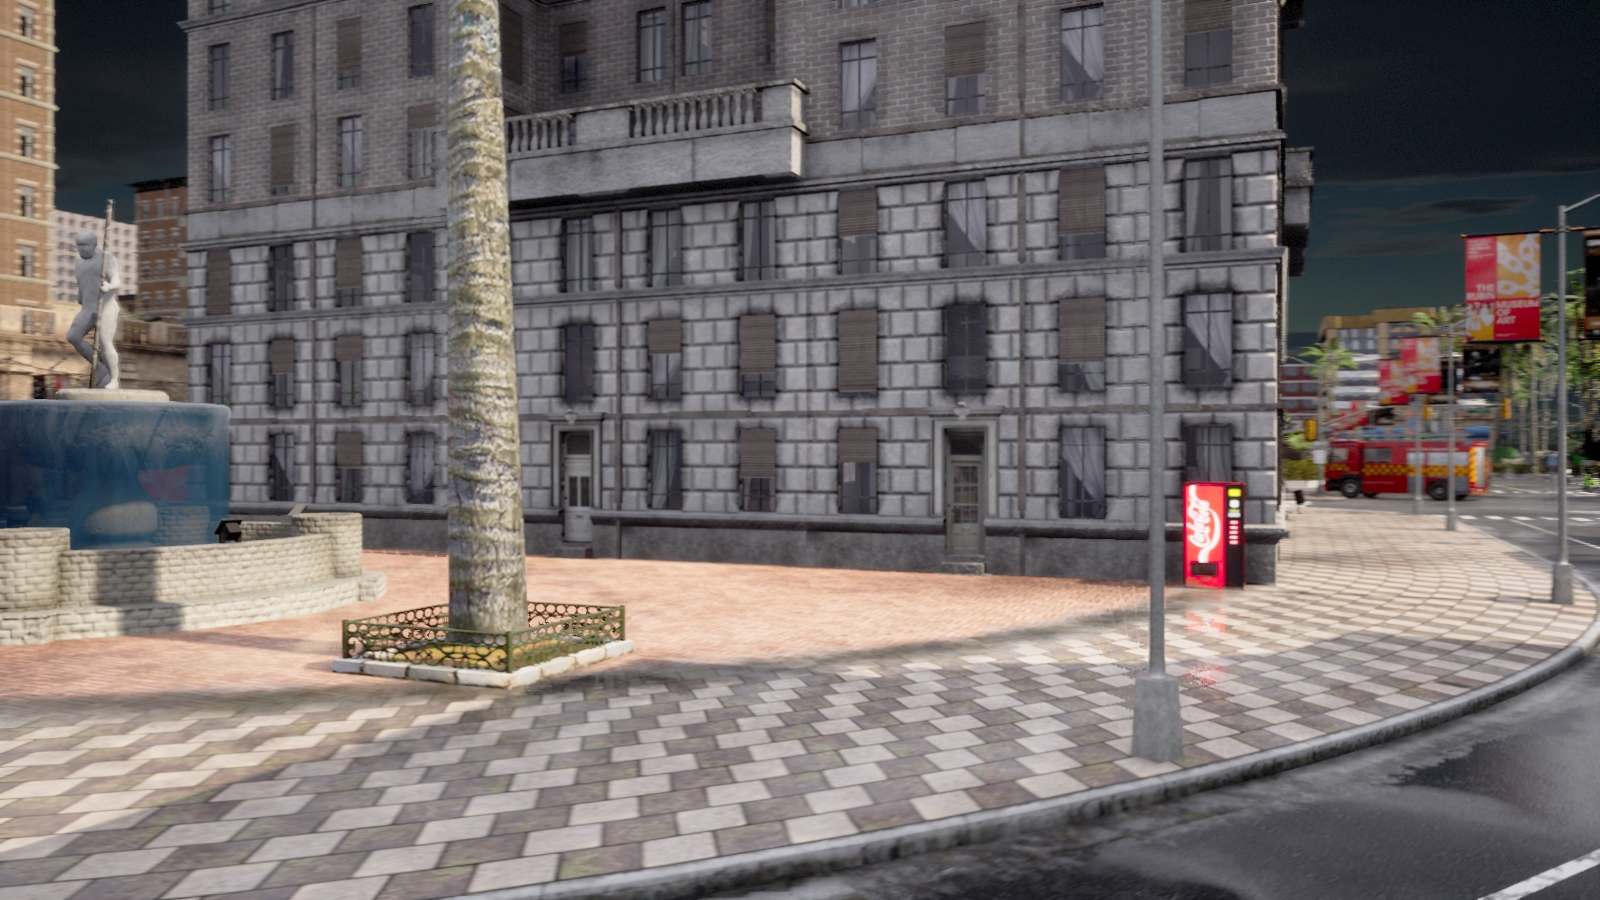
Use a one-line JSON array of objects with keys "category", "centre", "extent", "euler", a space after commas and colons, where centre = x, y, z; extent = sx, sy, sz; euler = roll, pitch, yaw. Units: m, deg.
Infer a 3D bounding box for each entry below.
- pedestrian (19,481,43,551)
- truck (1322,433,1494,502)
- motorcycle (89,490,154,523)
[{"category": "pedestrian", "centre": [-20.506, 1.755, 30.475], "extent": [0.375, 1.860, 0.375], "euler": [0, 0, 18]}, {"category": "truck", "centre": [35.592, 0.974, 67.248], "extent": [2.891, 3.827, 8.468], "euler": [0, 0, -39]}, {"category": "motorcycle", "centre": [-27.934, 2.293, 47.093], "extent": [0.867, 1.251, 2.209], "euler": [0, 0, 23]}]
